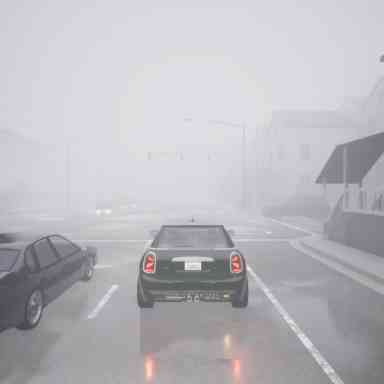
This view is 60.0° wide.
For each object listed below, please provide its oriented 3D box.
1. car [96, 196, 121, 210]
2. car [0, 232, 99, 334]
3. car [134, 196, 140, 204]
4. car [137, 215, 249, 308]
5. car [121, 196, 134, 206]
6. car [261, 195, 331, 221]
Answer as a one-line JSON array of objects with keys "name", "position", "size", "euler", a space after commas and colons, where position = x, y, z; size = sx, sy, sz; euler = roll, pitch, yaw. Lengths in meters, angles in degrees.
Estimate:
[{"name": "car", "position": [-11.030, 1.564, 43.200], "size": [1.994, 1.385, 4.181], "euler": [0, 0, -1]}, {"name": "car", "position": [-3.486, 1.547, 6.823], "size": [2.033, 1.411, 5.357], "euler": [0, 0, 0]}, {"name": "car", "position": [-11.183, 1.491, 63.424], "size": [2.128, 1.511, 4.902], "euler": [0, 0, 0]}, {"name": "car", "position": [0.005, 1.352, 8.104], "size": [2.097, 1.767, 4.553], "euler": [0, 0, 0]}, {"name": "car", "position": [-11.120, 1.352, 52.863], "size": [2.097, 1.767, 4.553], "euler": [0, 0, -1]}, {"name": "car", "position": [8.643, 1.298, 27.893], "size": [5.566, 2.045, 2.150], "euler": [-1, 0, 1]}]
